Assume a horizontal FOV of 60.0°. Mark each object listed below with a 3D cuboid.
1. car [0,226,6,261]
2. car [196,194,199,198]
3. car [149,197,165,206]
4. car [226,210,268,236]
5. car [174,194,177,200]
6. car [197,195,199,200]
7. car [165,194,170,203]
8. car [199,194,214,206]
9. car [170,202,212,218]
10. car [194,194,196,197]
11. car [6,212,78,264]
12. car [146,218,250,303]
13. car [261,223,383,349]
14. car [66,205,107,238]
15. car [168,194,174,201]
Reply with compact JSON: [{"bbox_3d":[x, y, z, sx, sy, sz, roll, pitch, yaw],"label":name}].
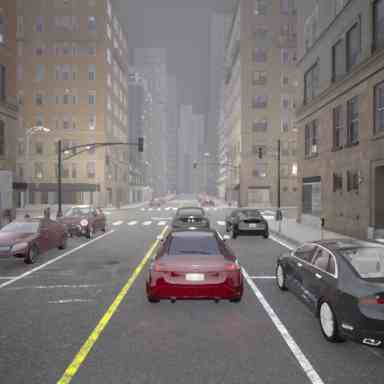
[{"bbox_3d":[-5.700,1.566,6.201,1.947,1.339,4.313,0,0,0],"label":"car"},{"bbox_3d":[2.514,1.524,75.976,1.967,1.590,4.097,0,0,0],"label":"car"},{"bbox_3d":[-5.930,1.618,54.306,1.802,1.307,4.206,0,0,0],"label":"car"},{"bbox_3d":[2.765,1.566,17.250,1.947,1.339,4.313,0,0,0],"label":"car"},{"bbox_3d":[-6.071,1.457,92.167,2.192,1.841,5.009,0,0,0],"label":"car"},{"bbox_3d":[2.555,1.607,65.158,2.008,1.369,4.403,0,0,0],"label":"car"},{"bbox_3d":[-5.969,1.606,65.123,2.008,1.369,4.403,0,0,0],"label":"car"},{"bbox_3d":[2.594,1.476,54.340,1.967,1.590,4.097,0,0,0],"label":"car"},{"bbox_3d":[-0.055,1.506,17.158,1.837,1.490,4.892,0,0,0],"label":"car"},{"bbox_3d":[2.454,1.457,92.203,2.192,1.841,5.009,0,0,0],"label":"car"},{"bbox_3d":[-5.731,1.582,11.703,1.802,1.307,4.206,0,0,0],"label":"car"},{"bbox_3d":[0.038,1.564,8.245,1.994,1.385,4.181,0,0,-1],"label":"car"},{"bbox_3d":[2.825,1.551,6.248,2.008,1.369,4.403,0,0,0],"label":"car"},{"bbox_3d":[-5.761,1.441,17.204,1.967,1.590,4.097,0,0,0],"label":"car"},{"bbox_3d":[-6.029,1.626,81.179,1.752,1.417,4.829,0,0,0],"label":"car"}]
